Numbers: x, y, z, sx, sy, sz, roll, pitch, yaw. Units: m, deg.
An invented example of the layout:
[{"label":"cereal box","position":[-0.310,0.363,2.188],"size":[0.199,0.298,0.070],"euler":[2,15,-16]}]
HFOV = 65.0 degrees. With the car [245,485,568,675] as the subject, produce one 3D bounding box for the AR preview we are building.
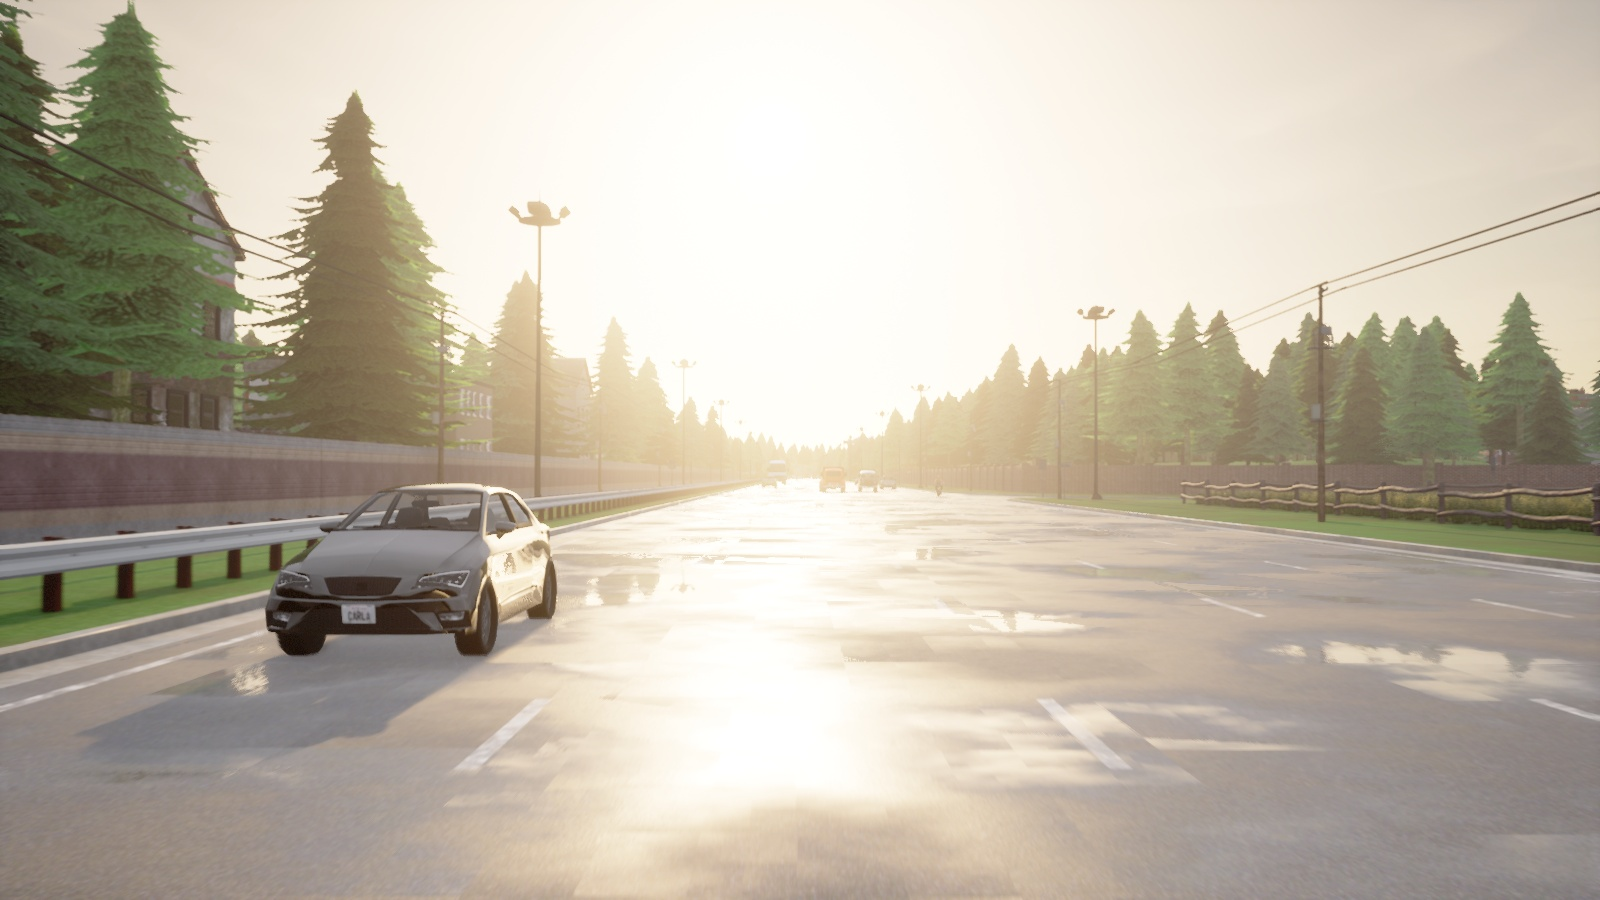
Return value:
[{"label":"car","position":[-3.531,1.097,12.139],"size":[1.816,1.474,4.193],"euler":[0,-1,0]}]
